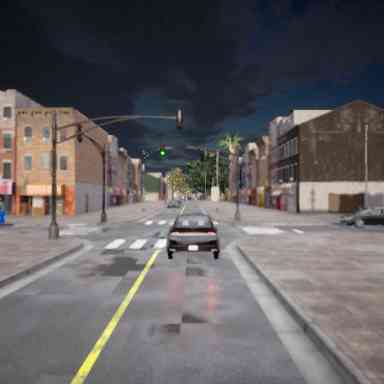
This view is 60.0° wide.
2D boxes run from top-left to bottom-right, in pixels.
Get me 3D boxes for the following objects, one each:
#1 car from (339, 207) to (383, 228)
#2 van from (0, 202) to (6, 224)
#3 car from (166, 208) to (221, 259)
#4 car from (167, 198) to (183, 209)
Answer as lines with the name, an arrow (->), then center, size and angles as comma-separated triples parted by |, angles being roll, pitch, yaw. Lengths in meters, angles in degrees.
car -> 12.261, 1.687, 22.461 | 4.403, 1.369, 2.008 | 0, 0, 0
van -> -14.742, 1.542, 22.335 | 3.998, 1.788, 1.690 | 0, 0, 0
car -> 0.061, 1.589, 13.034 | 2.128, 1.511, 4.902 | 0, 0, 0
car -> -2.817, 1.988, 51.978 | 1.994, 1.385, 4.181 | 0, -1, 0
